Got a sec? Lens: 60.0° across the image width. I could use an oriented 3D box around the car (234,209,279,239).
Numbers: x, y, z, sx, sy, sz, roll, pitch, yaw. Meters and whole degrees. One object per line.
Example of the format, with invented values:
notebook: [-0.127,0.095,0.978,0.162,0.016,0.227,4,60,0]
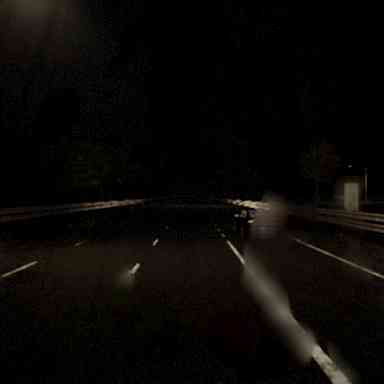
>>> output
car: [3.506,1.689,18.710,2.128,1.511,4.902,0,-1,0]
